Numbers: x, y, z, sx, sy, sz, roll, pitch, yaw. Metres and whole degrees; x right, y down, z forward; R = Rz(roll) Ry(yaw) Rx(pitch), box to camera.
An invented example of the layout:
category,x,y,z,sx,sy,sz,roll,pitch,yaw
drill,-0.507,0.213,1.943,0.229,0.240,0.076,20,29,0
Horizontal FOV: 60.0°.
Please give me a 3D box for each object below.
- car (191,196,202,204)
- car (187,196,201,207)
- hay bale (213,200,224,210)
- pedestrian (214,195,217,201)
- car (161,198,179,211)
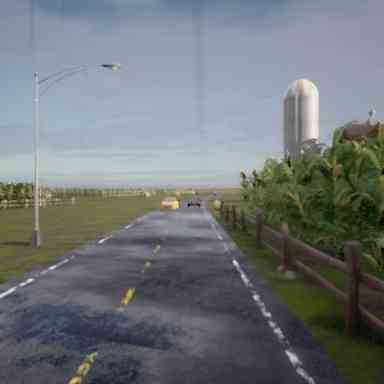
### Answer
category,x,y,z,sx,sy,sz,roll,pitch,yaw
car,0.880,1.461,64.760,1.837,1.490,4.892,0,0,3
car,0.339,1.533,49.948,1.994,1.385,4.181,0,0,2
hay bale,3.264,1.632,41.378,1.220,1.180,1.240,0,1,1
pedestrian,2.983,1.259,42.659,0.375,1.860,0.375,0,1,-2
car,-2.696,1.454,40.688,1.882,1.535,5.008,0,0,1
